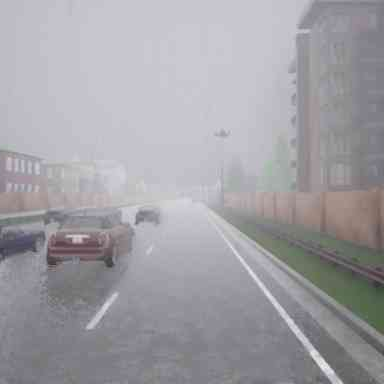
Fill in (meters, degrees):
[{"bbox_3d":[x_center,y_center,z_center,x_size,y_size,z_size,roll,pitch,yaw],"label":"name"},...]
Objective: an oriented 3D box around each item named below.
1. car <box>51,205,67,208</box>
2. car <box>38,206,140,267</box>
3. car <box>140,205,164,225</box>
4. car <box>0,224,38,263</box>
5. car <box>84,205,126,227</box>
[{"bbox_3d":[-10.453,1.867,27.330,1.837,1.490,4.892,0,0,1],"label":"car"},{"bbox_3d":[-3.456,1.514,12.217,2.097,1.767,4.553,0,-1,1],"label":"car"},{"bbox_3d":[-3.453,1.867,27.328,1.837,1.490,4.892,0,0,1],"label":"car"},{"bbox_3d":[-6.963,1.756,11.699,1.895,1.301,4.718,0,-1,1],"label":"car"},{"bbox_3d":[-6.954,1.852,27.302,2.128,1.511,4.902,0,-1,1],"label":"car"}]
